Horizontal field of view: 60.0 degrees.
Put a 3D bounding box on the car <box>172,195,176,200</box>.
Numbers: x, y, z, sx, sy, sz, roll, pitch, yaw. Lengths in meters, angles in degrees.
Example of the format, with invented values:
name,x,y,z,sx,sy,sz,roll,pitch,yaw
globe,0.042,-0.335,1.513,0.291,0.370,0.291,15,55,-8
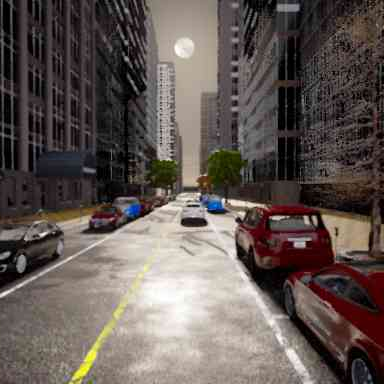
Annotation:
name,x,y,z,sx,sy,sz,roll,pitch,yaw
car,-5.315,1.546,89.213,2.008,1.369,4.403,-1,0,0

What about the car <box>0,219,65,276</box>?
name,x,y,z,sx,sy,sz,roll,pitch,yaw
car,-5.324,1.547,10.133,2.008,1.369,4.403,-1,0,0

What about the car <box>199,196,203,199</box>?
name,x,y,z,sx,sy,sz,roll,pitch,yaw
car,0.105,1.554,42.990,1.994,1.385,4.181,0,0,0

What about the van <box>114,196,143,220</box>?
name,x,y,z,sx,sy,sz,roll,pitch,yaw
van,-5.325,1.334,27.078,1.690,1.788,3.998,-1,0,0

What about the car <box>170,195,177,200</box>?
name,x,y,z,sx,sy,sz,roll,pitch,yaw
car,-5.314,1.578,94.862,1.802,1.307,4.206,-1,0,0

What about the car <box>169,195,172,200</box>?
name,x,y,z,sx,sy,sz,roll,pitch,yaw
car,-5.320,1.431,60.970,1.967,1.590,4.097,-1,0,0

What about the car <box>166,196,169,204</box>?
name,x,y,z,sx,sy,sz,roll,pitch,yaw
car,-5.322,1.535,55.323,1.887,1.381,4.507,-1,0,0

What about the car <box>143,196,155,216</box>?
name,x,y,z,sx,sy,sz,roll,pitch,yaw
car,-5.325,1.307,32.727,2.192,1.841,5.009,-1,0,0

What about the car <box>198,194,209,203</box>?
name,x,y,z,sx,sy,sz,roll,pitch,yaw
car,2.559,1.307,72.298,2.192,1.841,5.009,-1,0,0

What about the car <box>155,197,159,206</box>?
name,x,y,z,sx,sy,sz,roll,pitch,yaw
car,-5.321,1.535,38.376,1.887,1.381,4.507,-1,0,0

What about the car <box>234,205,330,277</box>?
name,x,y,z,sx,sy,sz,roll,pitch,yaw
car,2.520,1.311,10.162,2.192,1.841,5.009,-1,0,0

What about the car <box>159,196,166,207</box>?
name,x,y,z,sx,sy,sz,roll,pitch,yaw
car,-5.320,1.572,49.673,1.802,1.307,4.206,-1,0,0

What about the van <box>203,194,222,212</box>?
name,x,y,z,sx,sy,sz,roll,pitch,yaw
van,2.556,1.332,38.405,1.690,1.788,3.998,-1,0,0

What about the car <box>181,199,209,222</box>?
name,x,y,z,sx,sy,sz,roll,pitch,yaw
car,0.105,1.518,26.241,1.812,1.442,4.674,0,0,0

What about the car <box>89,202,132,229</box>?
name,x,y,z,sx,sy,sz,roll,pitch,yaw
car,-5.323,1.576,21.430,1.802,1.307,4.206,-1,0,0

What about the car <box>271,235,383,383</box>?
name,x,y,z,sx,sy,sz,roll,pitch,yaw
car,2.523,1.580,4.513,1.802,1.307,4.206,-1,0,0

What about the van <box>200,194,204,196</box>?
name,x,y,z,sx,sy,sz,roll,pitch,yaw
van,2.558,1.332,61.000,1.690,1.788,3.998,-1,0,0
